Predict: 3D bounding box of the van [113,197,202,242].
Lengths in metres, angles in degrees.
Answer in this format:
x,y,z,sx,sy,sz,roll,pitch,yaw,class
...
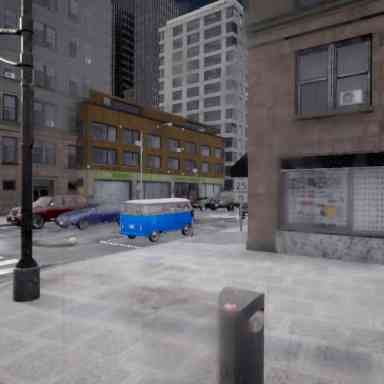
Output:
x,y,z,sx,sy,sz,roll,pitch,yaw,class
-1.463,1.208,15.465,1.690,1.788,3.998,1,1,35,van

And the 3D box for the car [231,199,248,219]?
x,y,z,sx,sy,sz,roll,pitch,yaw,class
5.010,1.280,24.629,2.008,1.369,4.403,1,1,35,car

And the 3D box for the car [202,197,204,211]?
x,y,z,sx,sy,sz,roll,pitch,yaw,class
1.285,1.167,34.131,1.947,1.339,4.313,1,2,35,car

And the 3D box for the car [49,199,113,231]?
x,y,z,sx,sy,sz,roll,pitch,yaw,class
-5.668,1.340,19.695,1.812,1.442,4.674,0,1,35,car

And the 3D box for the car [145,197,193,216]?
x,y,z,sx,sy,sz,roll,pitch,yaw,class
-1.952,1.215,29.549,1.887,1.381,4.507,1,1,35,car

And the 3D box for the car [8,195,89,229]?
x,y,z,sx,sy,sz,roll,pitch,yaw,class
-8.425,1.123,20.384,2.192,1.841,5.009,1,1,35,car

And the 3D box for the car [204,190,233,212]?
x,y,z,sx,sy,sz,roll,pitch,yaw,class
3.901,0.828,33.213,2.150,2.045,5.566,1,1,36,car
